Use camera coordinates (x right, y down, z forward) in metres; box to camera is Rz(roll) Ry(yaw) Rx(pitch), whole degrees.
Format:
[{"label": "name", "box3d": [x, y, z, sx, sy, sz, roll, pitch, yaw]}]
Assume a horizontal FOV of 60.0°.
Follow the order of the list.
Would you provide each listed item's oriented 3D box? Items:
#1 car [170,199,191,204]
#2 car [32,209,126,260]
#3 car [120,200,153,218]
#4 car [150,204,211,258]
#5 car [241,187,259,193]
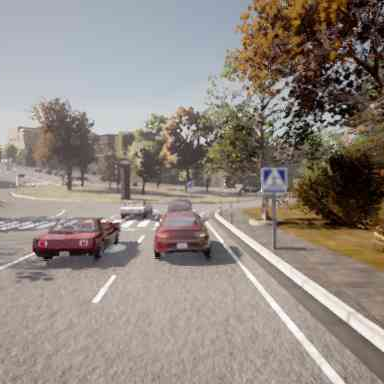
[{"label": "car", "box3d": [-0.840, 1.222, 24.667, 2.033, 1.411, 5.357, -1, 1, -1]}, {"label": "car", "box3d": [-3.866, 1.525, 12.087, 1.895, 1.301, 4.718, -1, 1, -2]}, {"label": "car", "box3d": [-4.223, 1.299, 25.970, 1.895, 1.301, 4.718, -1, 1, 1]}, {"label": "car", "box3d": [-0.367, 1.395, 12.114, 1.812, 1.442, 4.674, -1, 1, -2]}, {"label": "car", "box3d": [13.008, -0.441, 74.811, 1.895, 1.301, 4.718, -2, 3, -26]}]
